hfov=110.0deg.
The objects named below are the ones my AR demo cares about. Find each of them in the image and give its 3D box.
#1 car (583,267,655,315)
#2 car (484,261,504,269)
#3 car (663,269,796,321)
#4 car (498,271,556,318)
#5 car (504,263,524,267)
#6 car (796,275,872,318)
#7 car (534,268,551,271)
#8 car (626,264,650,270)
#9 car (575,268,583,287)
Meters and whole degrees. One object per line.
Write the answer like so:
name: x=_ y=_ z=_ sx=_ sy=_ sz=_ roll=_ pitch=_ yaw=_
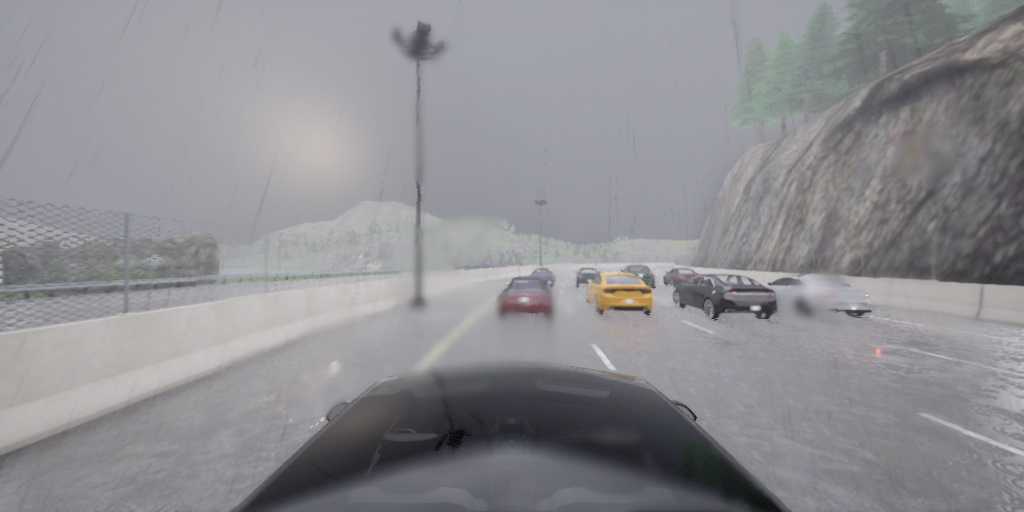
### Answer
car: x=4.216 y=1.400 z=14.618 sx=1.882 sy=1.535 sz=5.008 roll=0 pitch=0 yaw=6
car: x=-2.595 y=2.116 z=64.336 sx=2.033 sy=1.411 sz=5.357 roll=0 pitch=-1 yaw=21
car: x=7.595 y=1.400 z=13.272 sx=2.128 sy=1.511 sz=4.902 roll=0 pitch=-1 yaw=5
car: x=0.631 y=1.475 z=13.921 sx=1.994 sy=1.385 sz=4.181 roll=0 pitch=-1 yaw=5
car: x=0.852 y=2.039 z=63.527 sx=1.882 sy=1.535 sz=5.008 roll=0 pitch=-1 yaw=21
car: x=11.161 y=1.443 z=13.771 sx=1.812 sy=1.442 sz=4.674 roll=0 pitch=-1 yaw=6
car: x=2.419 y=1.665 z=28.301 sx=1.994 sy=1.385 sz=4.181 roll=0 pitch=-1 yaw=10
car: x=9.304 y=1.441 z=27.050 sx=2.097 sy=1.767 sz=4.553 roll=0 pitch=-1 yaw=10
car: x=5.972 y=1.629 z=28.284 sx=1.812 sy=1.442 sz=4.674 roll=0 pitch=-1 yaw=10
